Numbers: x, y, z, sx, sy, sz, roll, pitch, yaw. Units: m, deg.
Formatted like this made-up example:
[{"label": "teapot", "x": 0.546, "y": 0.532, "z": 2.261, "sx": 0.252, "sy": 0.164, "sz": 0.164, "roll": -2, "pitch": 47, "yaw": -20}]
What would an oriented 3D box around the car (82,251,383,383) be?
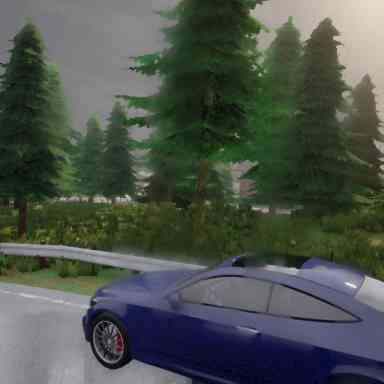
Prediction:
[{"label": "car", "x": 0.744, "y": 1.499, "z": 4.106, "sx": 4.674, "sy": 1.442, "sz": 1.812, "roll": 1, "pitch": 1, "yaw": 31}]
